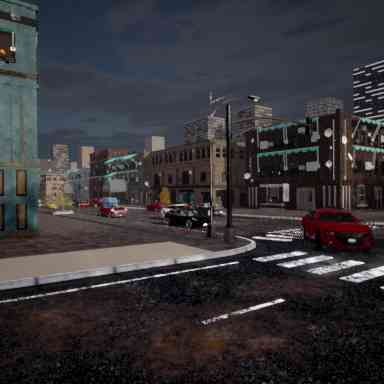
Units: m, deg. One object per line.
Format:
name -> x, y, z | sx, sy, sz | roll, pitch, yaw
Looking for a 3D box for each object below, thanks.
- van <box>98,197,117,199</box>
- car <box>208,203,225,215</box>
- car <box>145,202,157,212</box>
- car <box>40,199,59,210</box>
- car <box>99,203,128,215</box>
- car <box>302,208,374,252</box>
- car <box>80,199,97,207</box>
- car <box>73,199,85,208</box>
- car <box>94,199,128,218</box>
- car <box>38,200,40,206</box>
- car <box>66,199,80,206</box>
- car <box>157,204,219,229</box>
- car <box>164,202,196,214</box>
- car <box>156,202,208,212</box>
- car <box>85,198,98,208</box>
van -> -14.429, 1.907, 58.091 | 1.690, 1.788, 3.998 | -1, 0, -36
car -> 1.677, 1.810, 35.581 | 2.008, 1.369, 4.403 | -2, 0, -36
car -> -4.762, 1.966, 44.585 | 1.802, 1.307, 4.206 | -2, 0, -36
car -> -24.361, 2.233, 57.578 | 1.752, 1.417, 4.829 | -1, 0, -36
car -> -9.968, 2.053, 41.942 | 1.895, 1.301, 4.718 | -1, 0, -35
car -> 6.035, 1.490, 14.301 | 1.882, 1.535, 5.008 | 1, -1, 8
car -> -20.864, 2.227, 67.095 | 1.887, 1.381, 4.507 | -1, 0, -36
car -> -20.586, 2.230, 62.268 | 1.994, 1.385, 4.181 | -1, 0, -36
car -> -8.361, 1.846, 35.206 | 1.967, 1.590, 4.097 | -1, 0, -36
car -> -30.900, 2.376, 66.721 | 2.008, 1.369, 4.403 | -1, 0, -36
car -> -27.305, 2.364, 76.100 | 1.947, 1.339, 4.313 | -1, 0, -36
car -> -0.384, 1.814, 23.849 | 1.947, 1.339, 4.313 | -2, 0, -36
car -> -1.543, 1.904, 40.084 | 1.802, 1.307, 4.206 | -2, 0, -36
car -> -0.987, 1.802, 29.369 | 1.812, 1.442, 4.674 | -1, 0, -36
car -> -17.650, 1.940, 62.593 | 2.192, 1.841, 5.009 | -1, 0, -36
